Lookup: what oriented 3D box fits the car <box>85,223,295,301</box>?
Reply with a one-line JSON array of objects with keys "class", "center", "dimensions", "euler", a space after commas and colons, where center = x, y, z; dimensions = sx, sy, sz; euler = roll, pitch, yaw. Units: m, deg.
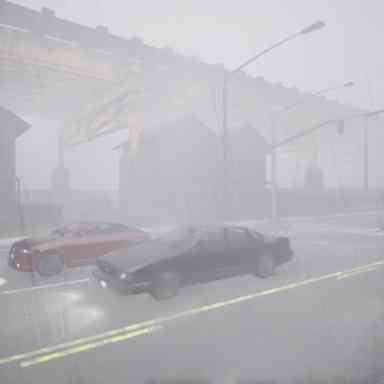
[{"class": "car", "center": [0.326, 1.530, 8.500], "dimensions": [5.357, 1.411, 2.033], "euler": [0, 0, -35]}]

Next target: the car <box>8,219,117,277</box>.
[{"class": "car", "center": [-3.262, 1.553, 10.244], "dimensions": [4.181, 1.385, 1.994], "euler": [0, 0, -35]}]
